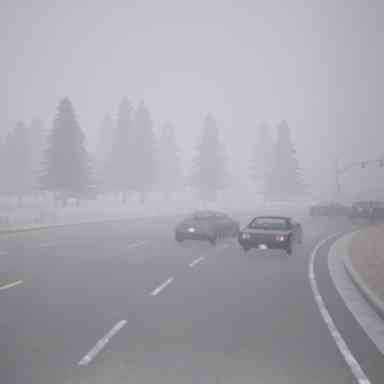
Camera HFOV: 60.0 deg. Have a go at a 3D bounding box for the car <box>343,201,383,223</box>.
[{"bbox_3d":[14.715,1.489,27.130,4.553,1.767,2.097,1,0,-37],"label":"car"}]

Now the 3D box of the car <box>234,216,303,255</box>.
[{"bbox_3d":[3.423,1.639,13.737,1.895,1.301,4.718,0,0,24],"label":"car"}]

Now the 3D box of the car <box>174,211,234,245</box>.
[{"bbox_3d":[0.826,1.585,15.951,1.994,1.385,4.181,0,0,25],"label":"car"}]

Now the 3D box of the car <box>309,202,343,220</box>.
[{"bbox_3d":[12.614,1.602,29.960,5.008,1.535,1.882,1,0,-37],"label":"car"}]
